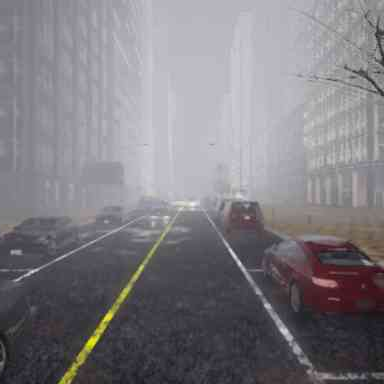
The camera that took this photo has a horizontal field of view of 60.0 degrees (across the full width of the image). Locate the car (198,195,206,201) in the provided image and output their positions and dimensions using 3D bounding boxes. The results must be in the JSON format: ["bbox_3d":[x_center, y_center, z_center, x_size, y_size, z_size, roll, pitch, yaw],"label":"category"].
[{"bbox_3d":[2.692,1.573,86.884,1.967,1.590,4.097,0,0,0],"label":"car"}]

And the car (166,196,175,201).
[{"bbox_3d":[-5.689,1.683,86.906,2.008,1.369,4.403,0,0,0],"label":"car"}]

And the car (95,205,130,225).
[{"bbox_3d":[-5.686,1.600,24.326,1.947,1.339,4.313,0,0,0],"label":"car"}]

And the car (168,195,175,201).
[{"bbox_3d":[-5.689,1.687,92.595,1.887,1.381,4.507,0,0,0],"label":"car"}]

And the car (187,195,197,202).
[{"bbox_3d":[-0.004,1.549,75.834,1.812,1.442,4.674,0,0,0],"label":"car"}]

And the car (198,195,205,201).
[{"bbox_3d":[2.691,1.688,92.573,1.887,1.381,4.507,0,0,0],"label":"car"}]

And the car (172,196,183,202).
[{"bbox_3d":[-3.004,1.647,75.604,1.895,1.301,4.718,0,0,0],"label":"car"}]

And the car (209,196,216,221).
[{"bbox_3d":[2.697,1.350,24.306,2.192,1.841,5.009,0,0,0],"label":"car"}]

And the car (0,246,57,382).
[{"bbox_3d":[-3.093,1.551,2.336,2.033,1.411,5.357,0,0,0],"label":"car"}]

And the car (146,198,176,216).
[{"bbox_3d":[-3.100,1.596,34.043,2.033,1.411,5.357,0,0,0],"label":"car"}]

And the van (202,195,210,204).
[{"bbox_3d":[2.696,1.410,47.063,1.690,1.788,3.998,0,0,0],"label":"van"}]

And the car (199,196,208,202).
[{"bbox_3d":[2.692,1.674,81.196,2.008,1.369,4.403,0,0,0],"label":"car"}]

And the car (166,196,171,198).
[{"bbox_3d":[-5.688,1.645,64.150,2.008,1.369,4.403,0,0,0],"label":"car"}]

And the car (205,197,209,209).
[{"bbox_3d":[2.695,1.577,35.854,1.752,1.417,4.829,0,0,0],"label":"car"}]

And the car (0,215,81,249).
[{"bbox_3d":[-5.686,1.584,12.947,1.947,1.339,4.313,0,0,0],"label":"car"}]

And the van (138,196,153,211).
[{"bbox_3d":[-5.684,1.400,41.393,1.690,1.788,3.998,0,0,0],"label":"van"}]

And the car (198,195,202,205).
[{"bbox_3d":[2.347,1.545,58.887,1.801,1.575,5.366,0,0,0],"label":"car"}]

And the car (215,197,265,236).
[{"bbox_3d":[2.697,1.342,18.618,2.192,1.841,5.009,0,0,0],"label":"car"}]

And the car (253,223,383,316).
[{"bbox_3d":[2.695,1.593,7.240,1.802,1.307,4.206,0,0,0],"label":"car"}]

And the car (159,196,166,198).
[{"bbox_3d":[-5.687,1.643,52.772,1.947,1.339,4.313,0,0,0],"label":"car"}]

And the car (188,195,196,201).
[{"bbox_3d":[-0.005,1.529,88.554,1.994,1.385,4.181,0,0,0],"label":"car"}]
